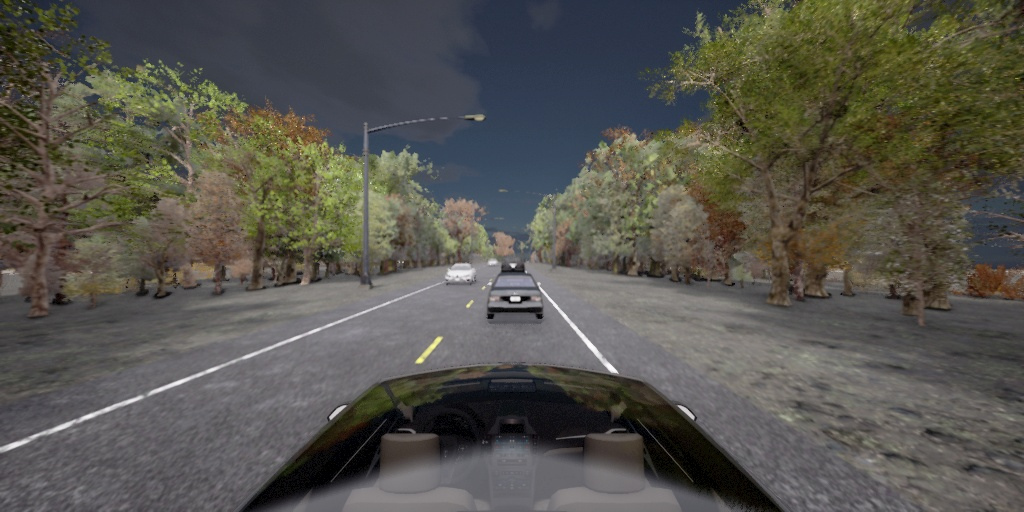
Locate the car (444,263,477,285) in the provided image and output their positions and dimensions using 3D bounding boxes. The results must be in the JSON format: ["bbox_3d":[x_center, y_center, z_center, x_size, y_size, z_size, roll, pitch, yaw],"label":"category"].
[{"bbox_3d":[-3.603,1.269,25.926,1.812,1.442,4.674,0,0,0],"label":"car"}]

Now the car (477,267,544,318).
[{"bbox_3d":[0.096,1.295,12.943,2.033,1.411,5.357,0,0,0],"label":"car"}]

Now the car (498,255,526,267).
[{"bbox_3d":[0.092,0.964,32.836,2.150,2.045,5.566,0,0,0],"label":"car"}]
